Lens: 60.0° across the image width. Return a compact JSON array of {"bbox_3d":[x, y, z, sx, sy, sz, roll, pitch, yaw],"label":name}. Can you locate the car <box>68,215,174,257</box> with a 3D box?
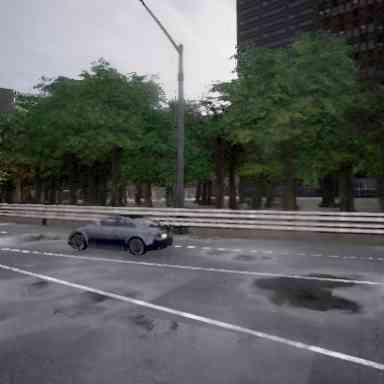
[{"bbox_3d":[-2.815,1.590,13.103,4.181,1.385,1.994,0,0,25],"label":"car"}]
